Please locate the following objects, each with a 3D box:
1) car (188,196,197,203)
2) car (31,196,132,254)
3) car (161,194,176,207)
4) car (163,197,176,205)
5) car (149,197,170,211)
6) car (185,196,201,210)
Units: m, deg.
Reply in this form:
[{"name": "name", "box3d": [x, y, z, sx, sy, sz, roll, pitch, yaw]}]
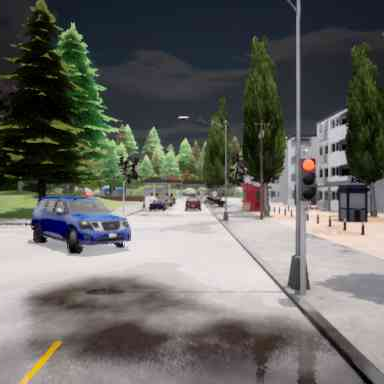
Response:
[{"name": "car", "box3d": [0.119, 1.708, 73.692, 1.812, 1.442, 4.674, 0, 0, 0]}, {"name": "car", "box3d": [-4.777, 1.219, 13.895, 5.566, 2.045, 2.150, 0, -2, 45]}, {"name": "car", "box3d": [-4.039, 1.338, 50.337, 2.097, 1.767, 4.553, 0, 0, 0]}, {"name": "car", "box3d": [-3.985, 1.548, 60.293, 1.994, 1.385, 4.181, 0, 0, 1]}, {"name": "car", "box3d": [-4.062, 1.590, 40.443, 1.895, 1.301, 4.718, 0, 0, 0]}, {"name": "car", "box3d": [0.154, 1.466, 42.130, 1.882, 1.535, 5.008, 0, 0, 0]}]
